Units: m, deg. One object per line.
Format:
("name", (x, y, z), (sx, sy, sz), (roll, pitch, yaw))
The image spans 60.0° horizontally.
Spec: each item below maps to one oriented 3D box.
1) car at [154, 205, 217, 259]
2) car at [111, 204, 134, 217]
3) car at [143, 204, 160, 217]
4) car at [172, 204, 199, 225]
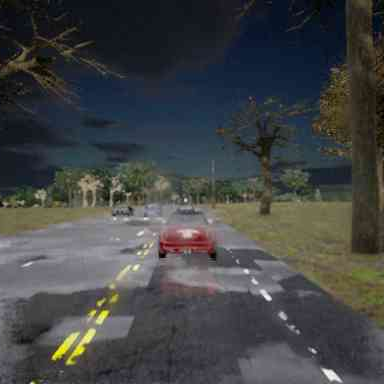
("car", (-0.185, 1.527, 13.489), (2.097, 1.767, 4.553), (0, -1, -1))
("car", (-7.752, 2.067, 37.436), (1.994, 1.385, 4.181), (0, -1, -1))
("car", (-4.245, 2.023, 37.118), (1.812, 1.442, 4.674), (0, -1, -1))
("car", (-0.516, 1.873, 28.534), (2.128, 1.511, 4.902), (0, -1, -1))
